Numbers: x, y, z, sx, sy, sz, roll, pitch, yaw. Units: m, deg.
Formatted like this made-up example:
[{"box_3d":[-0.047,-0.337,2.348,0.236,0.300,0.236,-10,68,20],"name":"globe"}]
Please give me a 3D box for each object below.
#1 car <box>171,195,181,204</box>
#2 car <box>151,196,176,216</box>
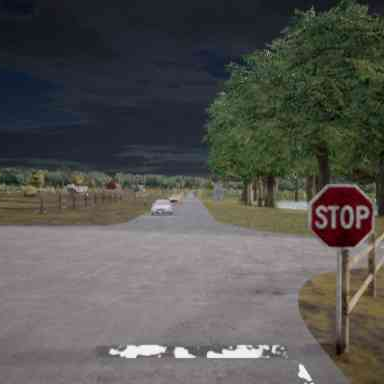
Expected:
[{"box_3d":[-2.810,1.226,56.005,1.882,1.535,5.008,0,0,0],"name":"car"},{"box_3d":[-2.782,1.442,31.811,1.812,1.442,4.674,0,0,0],"name":"car"}]
